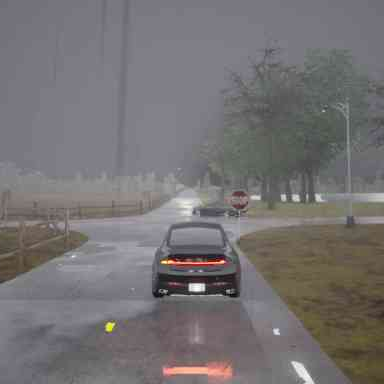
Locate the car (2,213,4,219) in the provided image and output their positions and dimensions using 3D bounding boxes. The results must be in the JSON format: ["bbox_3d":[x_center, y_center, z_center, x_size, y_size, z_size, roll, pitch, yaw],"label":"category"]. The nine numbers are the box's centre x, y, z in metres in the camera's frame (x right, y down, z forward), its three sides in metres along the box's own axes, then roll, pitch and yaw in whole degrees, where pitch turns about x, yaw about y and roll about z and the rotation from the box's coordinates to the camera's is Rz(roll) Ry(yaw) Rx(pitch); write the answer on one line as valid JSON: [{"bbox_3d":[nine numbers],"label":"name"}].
[{"bbox_3d":[-15.431,1.488,22.611,4.902,1.511,2.128,0,-1,1],"label":"car"}]

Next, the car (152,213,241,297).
[{"bbox_3d":[0.095,1.506,8.532,1.837,1.490,4.892,0,0,0],"label":"car"}]

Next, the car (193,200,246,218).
[{"bbox_3d":[2.262,1.496,28.646,4.892,1.490,1.837,0,2,40],"label":"car"}]
